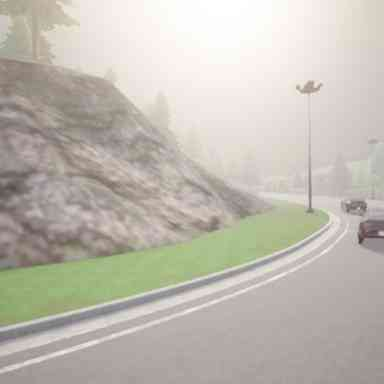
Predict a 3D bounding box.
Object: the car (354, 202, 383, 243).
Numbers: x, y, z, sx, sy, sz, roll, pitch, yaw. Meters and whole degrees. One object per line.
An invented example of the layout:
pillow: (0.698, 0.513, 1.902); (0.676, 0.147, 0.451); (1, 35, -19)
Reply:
car: (8.451, 1.397, 14.720); (1.812, 1.442, 4.674); (-1, 0, 30)

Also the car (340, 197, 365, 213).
car: (16.033, 1.251, 33.016); (1.837, 1.490, 4.892); (0, 0, 16)
